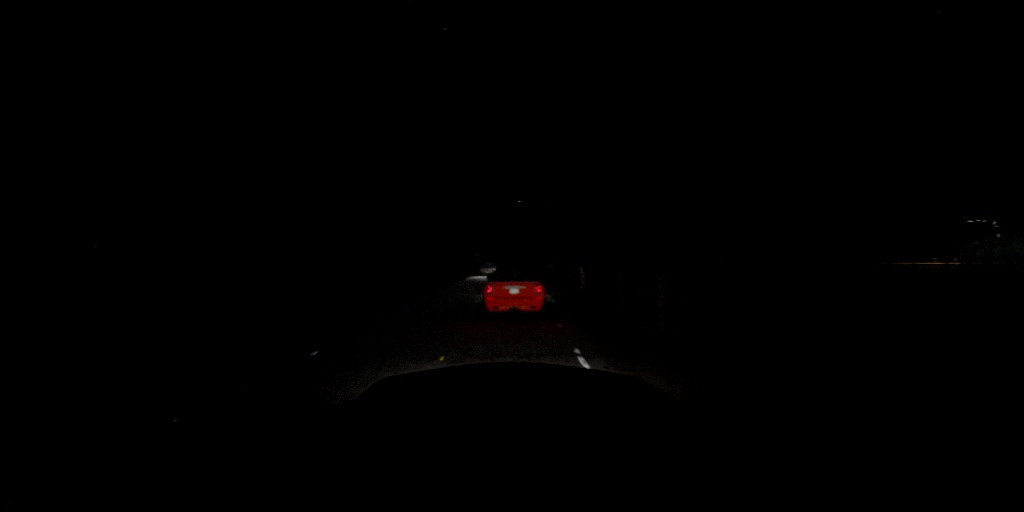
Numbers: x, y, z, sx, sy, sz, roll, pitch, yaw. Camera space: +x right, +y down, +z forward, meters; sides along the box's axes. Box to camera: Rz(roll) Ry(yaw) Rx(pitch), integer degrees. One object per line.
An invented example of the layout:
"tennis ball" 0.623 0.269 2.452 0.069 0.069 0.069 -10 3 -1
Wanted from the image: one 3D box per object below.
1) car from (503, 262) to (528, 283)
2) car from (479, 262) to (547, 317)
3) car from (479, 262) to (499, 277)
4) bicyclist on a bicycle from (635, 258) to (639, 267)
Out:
"car" 0.305 1.308 30.295 1.882 1.535 5.008 -1 0 1
"car" 0.108 1.125 13.437 2.097 1.767 4.553 -1 0 1
"car" -2.519 1.434 39.687 1.812 1.442 4.674 -1 0 1
"bicyclist on a bicycle" 20.445 1.171 58.796 0.582 1.620 1.656 -1 0 0
